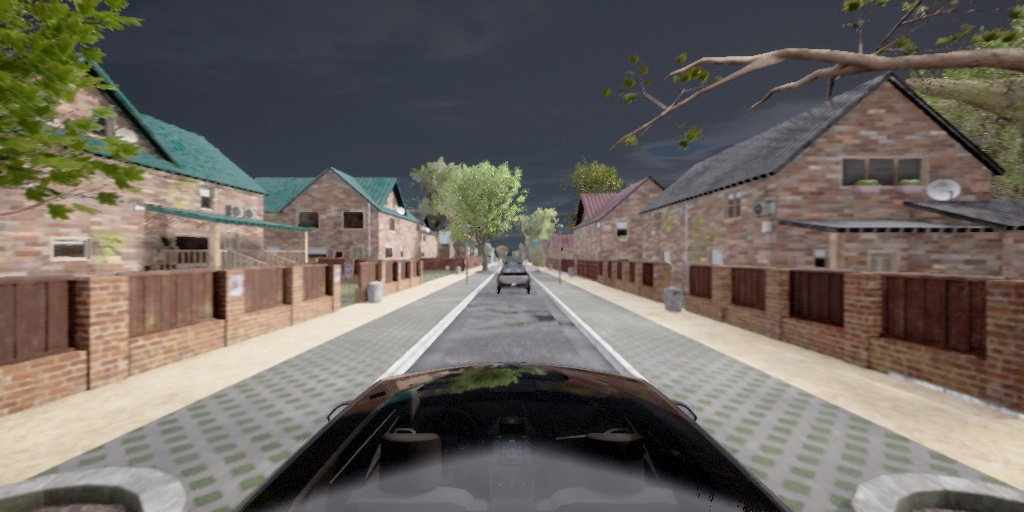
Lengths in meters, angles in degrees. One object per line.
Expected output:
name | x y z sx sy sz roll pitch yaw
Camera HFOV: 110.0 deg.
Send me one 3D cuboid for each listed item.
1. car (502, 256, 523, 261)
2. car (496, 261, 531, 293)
car | 0.089 1.009 40.865 2.150 2.045 5.566 0 0 0
car | 0.094 1.251 20.591 2.128 1.511 4.902 0 0 0
